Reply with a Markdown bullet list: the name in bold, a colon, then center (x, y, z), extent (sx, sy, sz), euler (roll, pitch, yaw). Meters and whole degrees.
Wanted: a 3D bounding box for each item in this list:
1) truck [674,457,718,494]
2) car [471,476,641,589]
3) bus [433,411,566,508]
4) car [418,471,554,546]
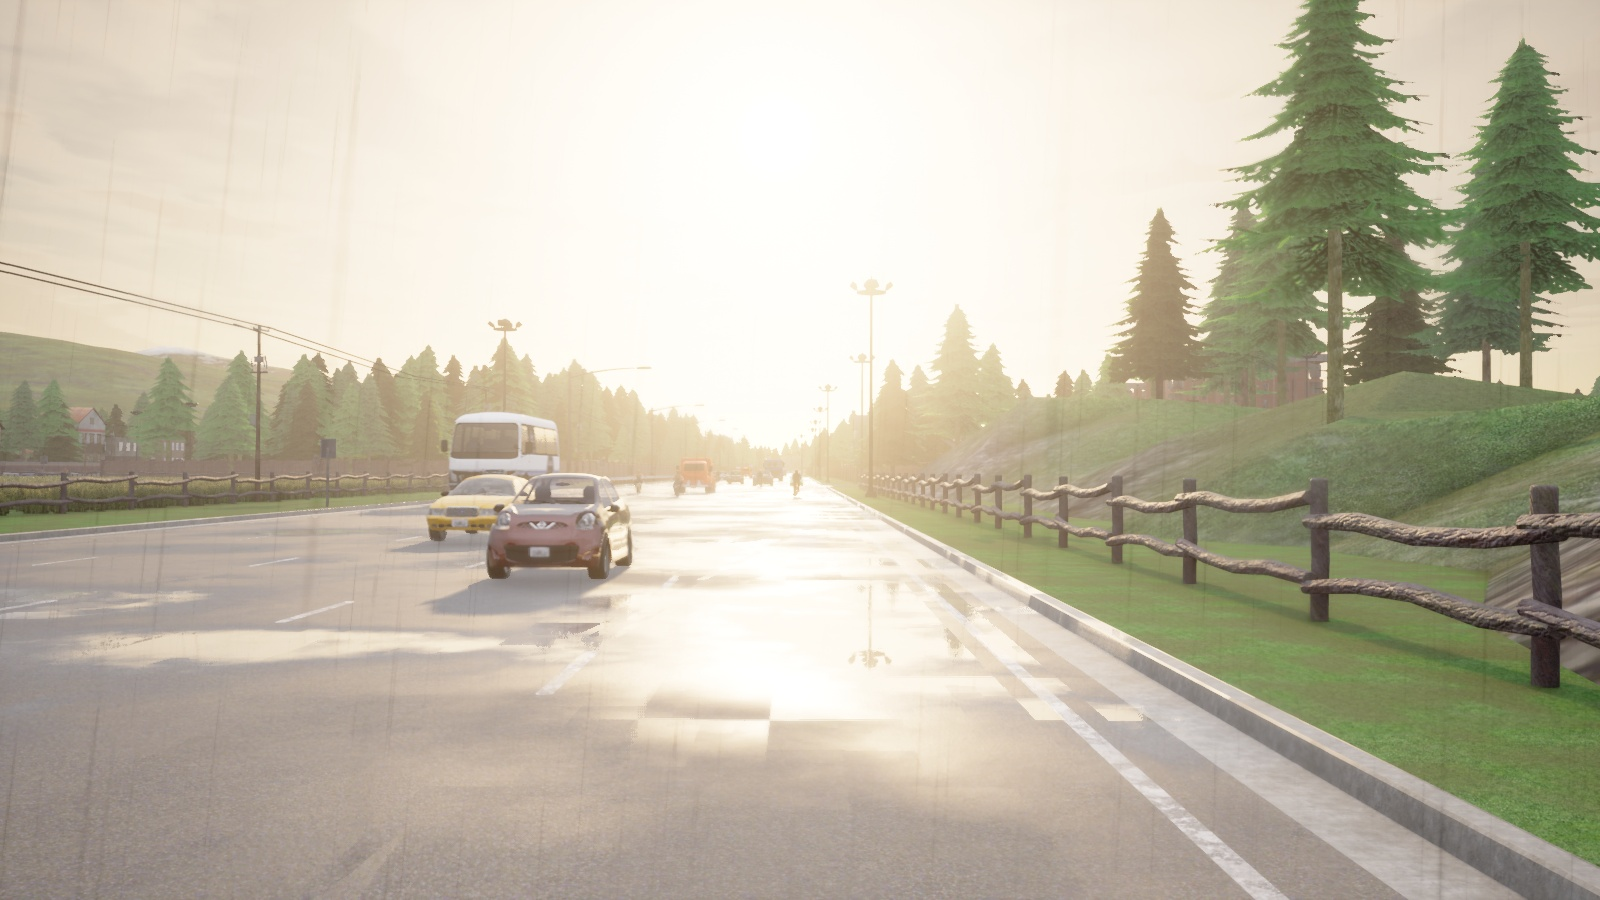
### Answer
- **truck**: center (-7.227, 1.844, 87.775), extent (2.627, 2.467, 5.204), euler (0, -2, 0)
- **car**: center (-3.549, 1.159, 18.890), extent (1.845, 1.501, 3.633), euler (0, -1, 0)
- **bus**: center (-14.163, 0.505, 60.324), extent (3.944, 4.253, 10.273), euler (0, -1, 0)
- **car**: center (-7.074, 1.266, 28.910), extent (1.801, 1.575, 5.366), euler (0, -1, 0)
